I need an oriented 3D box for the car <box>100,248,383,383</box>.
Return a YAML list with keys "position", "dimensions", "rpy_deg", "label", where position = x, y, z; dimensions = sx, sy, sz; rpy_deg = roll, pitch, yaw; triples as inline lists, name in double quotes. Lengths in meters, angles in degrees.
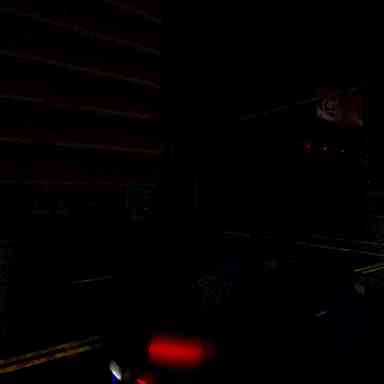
- position: [1.136, 1.526, 4.548]
  dimensions: [4.674, 1.442, 1.812]
  rpy_deg: [0, 0, -36]
  label: "car"
